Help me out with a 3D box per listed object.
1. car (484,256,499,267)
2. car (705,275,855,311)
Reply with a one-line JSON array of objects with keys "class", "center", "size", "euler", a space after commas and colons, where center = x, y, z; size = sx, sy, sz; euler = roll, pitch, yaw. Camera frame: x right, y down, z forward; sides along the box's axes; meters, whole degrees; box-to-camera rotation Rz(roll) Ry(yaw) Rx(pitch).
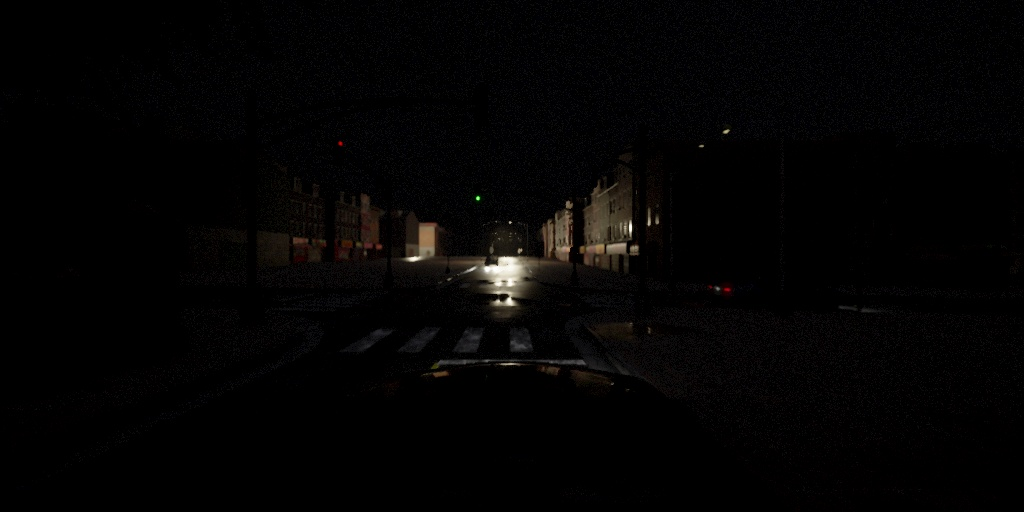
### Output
[{"class": "car", "center": [-2.827, 0.718, 50.683], "size": [2.128, 1.511, 4.902], "euler": [0, 1, 0]}, {"class": "car", "center": [11.409, 1.525, 15.510], "size": [5.357, 1.411, 2.033], "euler": [1, 0, 0]}]
